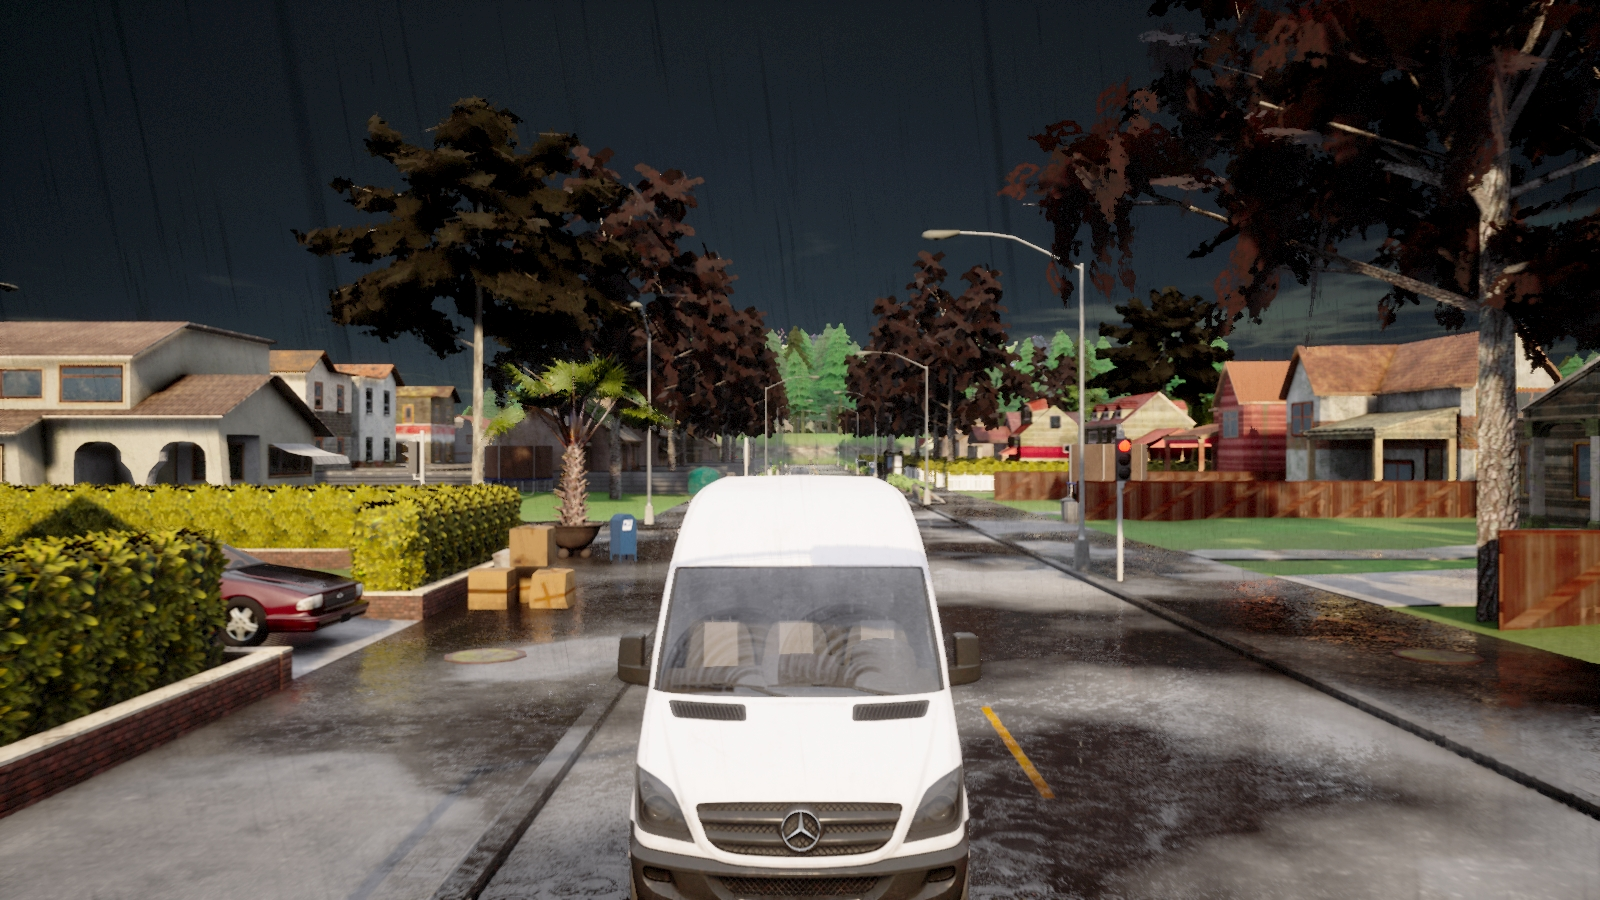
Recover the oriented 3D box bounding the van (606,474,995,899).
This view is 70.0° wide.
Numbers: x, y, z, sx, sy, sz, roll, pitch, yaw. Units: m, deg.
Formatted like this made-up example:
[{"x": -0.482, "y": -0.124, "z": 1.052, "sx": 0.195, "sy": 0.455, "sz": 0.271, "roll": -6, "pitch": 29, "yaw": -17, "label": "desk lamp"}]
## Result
[{"x": 0.003, "y": 1.534, "z": 8.792, "sx": 1.988, "sy": 2.561, "sz": 5.915, "roll": 0, "pitch": 0, "yaw": 0, "label": "van"}]
